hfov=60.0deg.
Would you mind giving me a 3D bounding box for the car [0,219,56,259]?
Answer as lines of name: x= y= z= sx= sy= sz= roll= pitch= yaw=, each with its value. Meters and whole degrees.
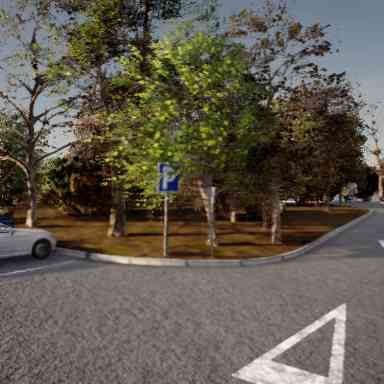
car: x=-6.732 y=1.566 z=10.612 sx=2.002 sy=1.452 sz=4.674 roll=0 pitch=0 yaw=35
